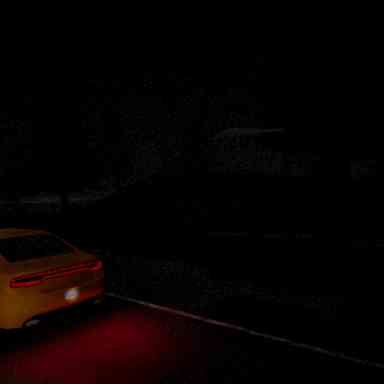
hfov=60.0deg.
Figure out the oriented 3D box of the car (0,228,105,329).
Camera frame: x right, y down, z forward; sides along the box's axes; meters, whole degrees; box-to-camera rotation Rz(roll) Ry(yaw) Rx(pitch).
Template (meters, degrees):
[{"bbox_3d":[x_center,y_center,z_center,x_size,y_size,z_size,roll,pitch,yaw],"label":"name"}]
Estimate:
[{"bbox_3d":[-3.921,1.476,6.729,5.008,1.535,1.882,0,0,36],"label":"car"}]
